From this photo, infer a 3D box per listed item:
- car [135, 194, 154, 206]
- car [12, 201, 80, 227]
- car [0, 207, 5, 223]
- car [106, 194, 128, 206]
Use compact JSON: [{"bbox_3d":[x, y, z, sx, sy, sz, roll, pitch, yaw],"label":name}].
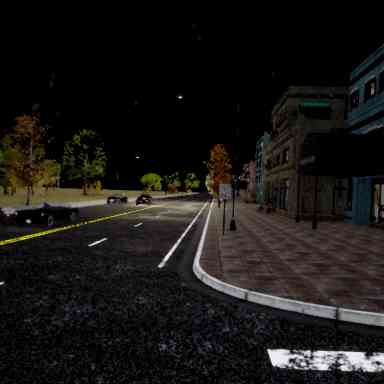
[{"bbox_3d":[-6.533,1.126,46.357,1.837,1.490,4.892,2,0,5],"label":"car"},{"bbox_3d":[-8.465,1.236,19.742,1.895,1.301,4.718,2,0,4],"label":"car"},{"bbox_3d":[-11.877,1.065,17.486,1.994,1.385,4.181,2,0,4],"label":"car"},{"bbox_3d":[-9.931,0.979,44.556,2.128,1.511,4.902,2,0,4],"label":"car"}]
